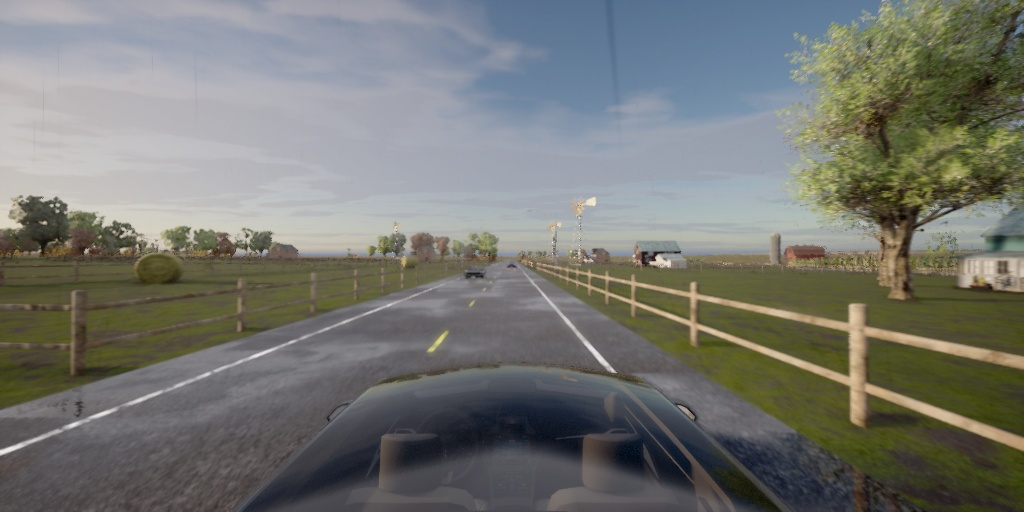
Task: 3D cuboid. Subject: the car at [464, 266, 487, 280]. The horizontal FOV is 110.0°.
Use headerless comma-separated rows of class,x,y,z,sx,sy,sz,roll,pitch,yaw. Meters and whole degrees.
car,-3.537,1.666,35.400,1.895,1.301,4.718,0,0,0
